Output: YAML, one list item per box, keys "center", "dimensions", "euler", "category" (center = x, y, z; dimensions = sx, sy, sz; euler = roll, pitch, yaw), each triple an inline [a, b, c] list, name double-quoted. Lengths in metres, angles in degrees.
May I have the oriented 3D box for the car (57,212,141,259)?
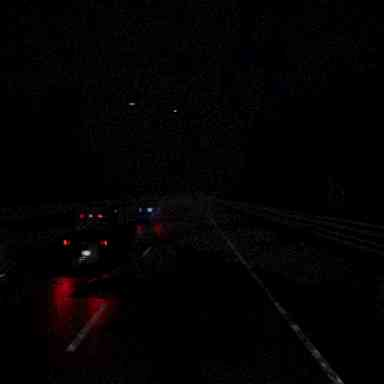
- center: [-3.422, 1.691, 12.984]
  dimensions: [1.895, 1.301, 4.718]
  euler: [0, 0, 0]
  category: "car"

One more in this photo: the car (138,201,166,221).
- center: [-3.449, 1.556, 29.419]
  dimensions: [2.097, 1.767, 4.553]
  euler: [0, 0, 0]
  category: "car"

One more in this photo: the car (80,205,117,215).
- center: [-6.944, 1.723, 25.253]
  dimensions: [2.033, 1.411, 5.357]
  euler: [0, 0, 0]
  category: "car"
